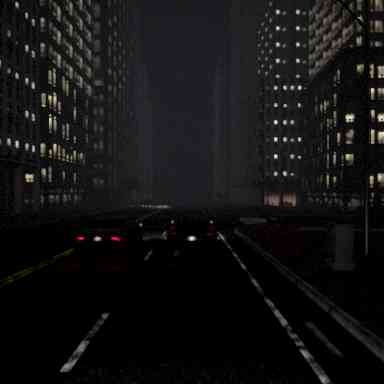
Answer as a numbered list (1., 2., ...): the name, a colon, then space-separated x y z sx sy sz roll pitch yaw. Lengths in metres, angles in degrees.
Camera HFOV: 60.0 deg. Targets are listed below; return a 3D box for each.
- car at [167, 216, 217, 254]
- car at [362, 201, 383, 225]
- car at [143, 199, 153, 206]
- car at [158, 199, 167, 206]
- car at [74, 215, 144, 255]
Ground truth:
1. car: 0.001 1.709 14.272 1.994 1.385 4.181 0 -1 0
2. car: 15.984 1.675 25.987 5.009 1.841 2.192 0 0 3
3. car: -9.770 2.323 73.868 2.033 1.411 5.357 0 -1 0
4. car: -6.520 2.308 73.869 2.128 1.511 4.902 0 -1 0
5. car: -3.252 1.688 13.975 2.033 1.411 5.357 0 -1 0
